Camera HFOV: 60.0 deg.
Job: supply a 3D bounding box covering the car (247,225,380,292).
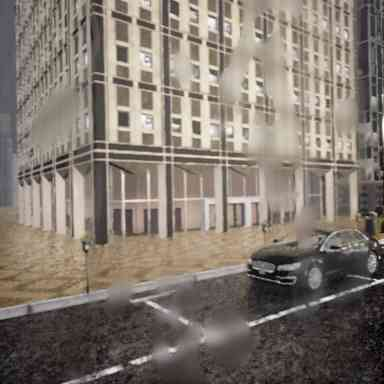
[{"bbox_3d":[3.400,1.609,8.975,4.403,1.369,2.008,0,-1,-36],"label":"car"}]
